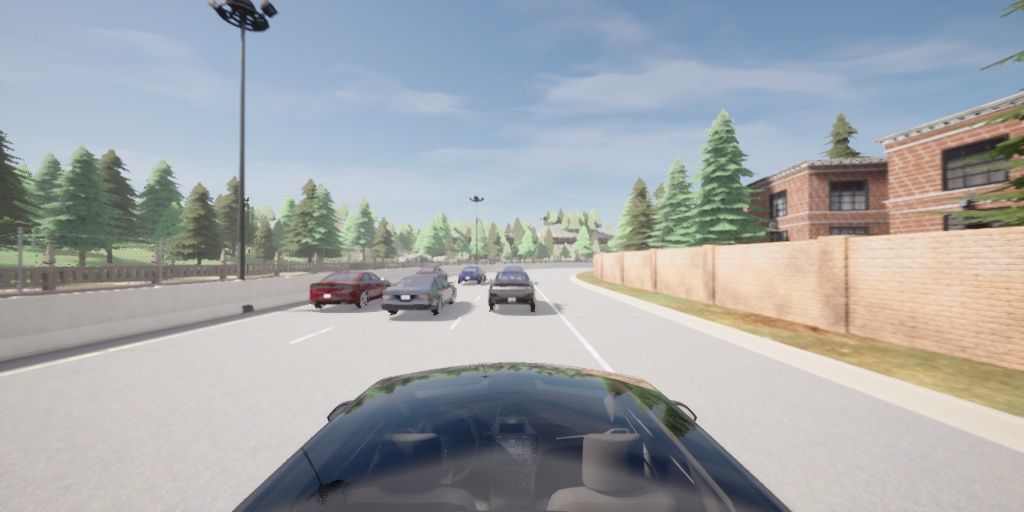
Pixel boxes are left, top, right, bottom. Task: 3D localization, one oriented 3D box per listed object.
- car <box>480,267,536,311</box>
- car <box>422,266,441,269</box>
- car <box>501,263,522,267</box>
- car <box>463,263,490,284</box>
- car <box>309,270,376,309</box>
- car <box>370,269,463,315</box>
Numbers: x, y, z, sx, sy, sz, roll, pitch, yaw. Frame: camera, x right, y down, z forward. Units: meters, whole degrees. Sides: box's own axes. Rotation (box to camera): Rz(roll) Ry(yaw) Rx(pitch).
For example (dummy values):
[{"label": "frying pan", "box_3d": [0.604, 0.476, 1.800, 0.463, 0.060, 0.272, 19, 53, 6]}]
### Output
[{"label": "car", "box_3d": [0.012, 1.392, 15.330, 2.128, 1.511, 4.902, 0, 0, 0]}, {"label": "car", "box_3d": [-6.828, 1.591, 30.581, 1.812, 1.442, 4.674, 0, 0, 4]}, {"label": "car", "box_3d": [0.201, 1.545, 30.757, 1.882, 1.535, 5.008, 0, 0, 4]}, {"label": "car", "box_3d": [-3.328, 1.590, 30.501, 1.812, 1.442, 4.674, 0, 0, 4]}, {"label": "car", "box_3d": [-6.983, 1.384, 16.059, 1.882, 1.535, 5.008, 0, 0, 0]}, {"label": "car", "box_3d": [-3.500, 1.436, 14.361, 2.033, 1.411, 5.357, 0, -1, 1]}]
